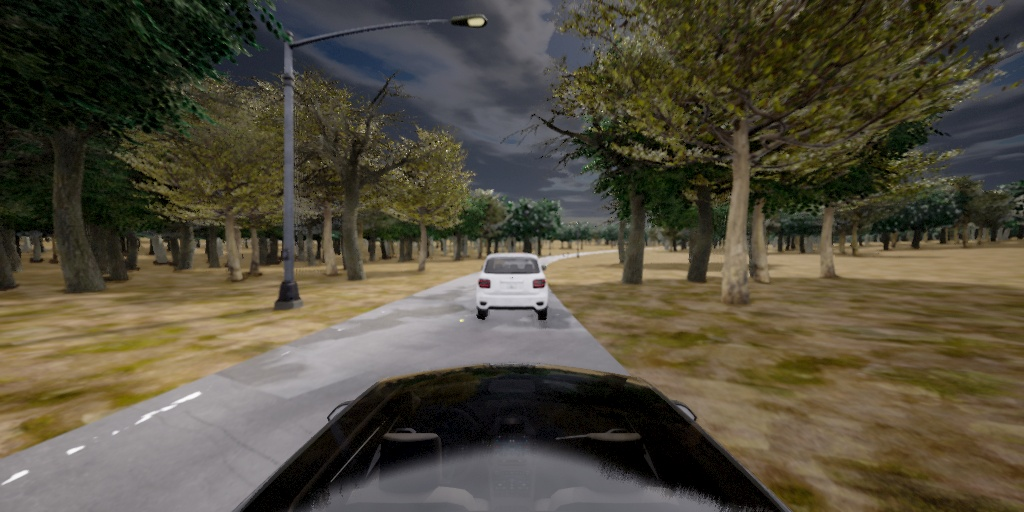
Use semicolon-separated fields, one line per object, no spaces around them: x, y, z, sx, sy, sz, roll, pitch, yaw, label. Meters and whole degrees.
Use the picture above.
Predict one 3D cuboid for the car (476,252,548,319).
0.059;0.920;12.665;2.150;2.045;5.566;0;1;1;car
